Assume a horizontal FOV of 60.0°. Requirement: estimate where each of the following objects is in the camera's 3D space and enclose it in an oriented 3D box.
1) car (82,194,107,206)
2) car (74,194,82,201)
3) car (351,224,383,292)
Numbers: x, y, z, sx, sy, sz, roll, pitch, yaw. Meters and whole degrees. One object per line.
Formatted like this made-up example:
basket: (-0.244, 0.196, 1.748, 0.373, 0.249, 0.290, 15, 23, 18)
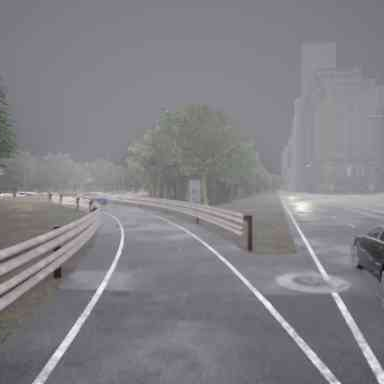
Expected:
car: (-13.098, 1.126, 45.583, 1.882, 1.535, 5.008, 0, 1, -31)
car: (-18.181, 1.011, 54.479, 1.812, 1.442, 4.674, 0, 1, -25)
car: (5.195, 1.474, 7.923, 2.128, 1.511, 4.902, 0, 0, 14)
